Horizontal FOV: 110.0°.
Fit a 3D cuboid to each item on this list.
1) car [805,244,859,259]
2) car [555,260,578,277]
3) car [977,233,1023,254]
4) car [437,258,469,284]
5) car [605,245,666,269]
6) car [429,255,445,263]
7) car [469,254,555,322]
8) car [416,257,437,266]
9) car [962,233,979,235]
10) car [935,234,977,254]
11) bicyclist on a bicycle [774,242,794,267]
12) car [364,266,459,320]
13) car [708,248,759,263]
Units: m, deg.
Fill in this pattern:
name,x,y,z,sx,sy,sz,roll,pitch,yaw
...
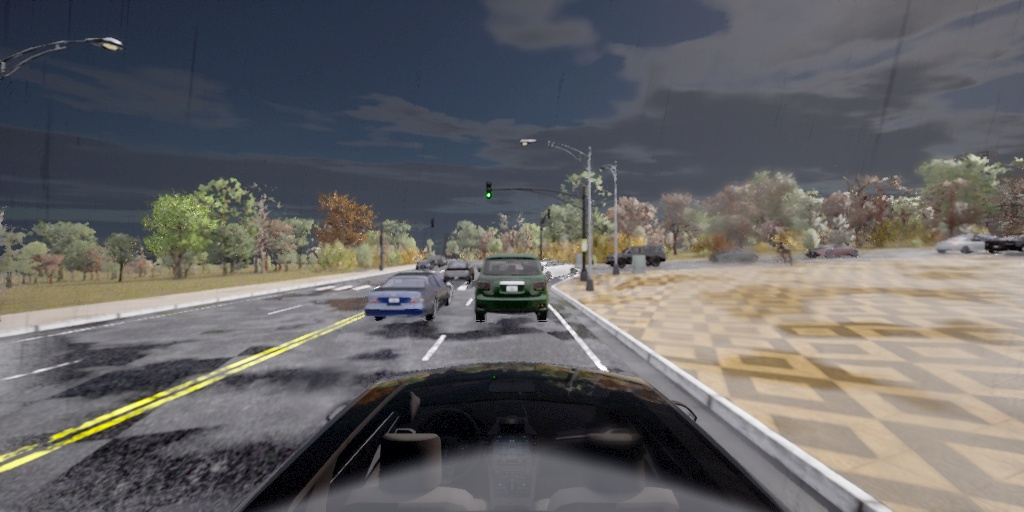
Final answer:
name,x,y,z,sx,sy,sz,roll,pitch,yaw
car,31.334,-0.490,35.178,4.181,1.385,1.994,-3,0,-4
car,2.726,1.005,25.701,4.674,1.442,1.812,-8,1,-43
car,41.740,-1.015,29.291,5.008,1.535,1.882,-3,0,-4
car,-3.705,1.105,25.690,2.128,1.511,4.902,-1,3,-2
car,11.758,0.064,34.248,5.566,2.045,2.150,-3,0,-2
car,-12.551,0.839,58.477,2.150,2.045,5.566,0,0,-5
car,-0.043,0.937,12.305,2.150,2.045,5.566,0,1,-1
car,-11.752,1.189,48.639,1.994,1.385,4.181,0,0,-4
car,46.434,-1.560,36.271,4.674,1.442,1.812,-3,0,-6
car,41.127,-0.956,32.500,4.674,1.442,1.812,-3,0,-5
bicyclist on a bicycle,17.812,-0.102,23.553,0.582,1.620,1.656,-2,0,-2
car,-3.296,1.259,12.392,2.033,1.411,5.357,0,0,-1
car,21.332,-0.033,34.615,4.181,1.385,1.994,-3,0,-2
